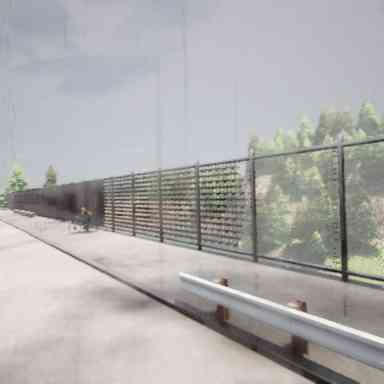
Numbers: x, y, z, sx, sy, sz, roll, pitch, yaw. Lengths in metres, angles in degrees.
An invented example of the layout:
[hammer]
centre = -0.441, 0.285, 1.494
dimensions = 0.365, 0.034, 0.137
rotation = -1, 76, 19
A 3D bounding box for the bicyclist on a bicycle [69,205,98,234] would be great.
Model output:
[bicyclist on a bicycle]
centre = -6.127, 1.538, 18.732
dimensions = 1.656, 1.620, 0.582
rotation = -2, 0, -35
